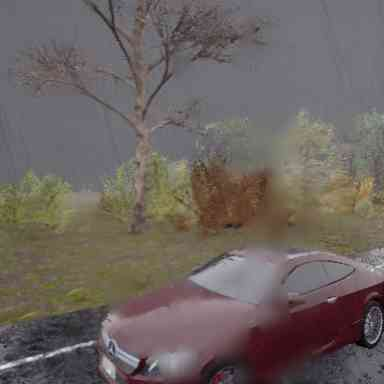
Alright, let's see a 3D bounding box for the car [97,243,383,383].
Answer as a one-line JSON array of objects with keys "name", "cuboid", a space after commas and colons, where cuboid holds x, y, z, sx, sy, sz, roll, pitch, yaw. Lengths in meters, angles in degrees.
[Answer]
[{"name": "car", "cuboid": [1.046, 1.532, 4.755, 4.674, 1.442, 1.812, 0, 0, -36]}]
